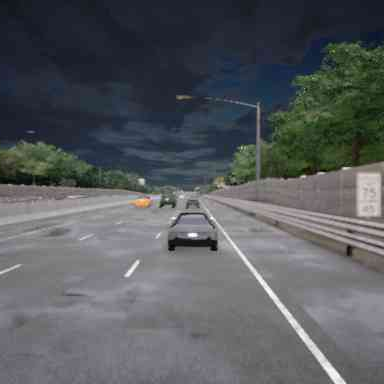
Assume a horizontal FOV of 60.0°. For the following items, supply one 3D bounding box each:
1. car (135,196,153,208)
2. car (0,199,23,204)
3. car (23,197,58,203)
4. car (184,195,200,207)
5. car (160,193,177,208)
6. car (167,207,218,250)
[{"bbox_3d":[-6.886,1.318,47.890,2.097,1.767,4.553,0,0,0],"label":"car"},{"bbox_3d":[-20.925,1.498,39.327,1.895,1.301,4.718,0,0,1],"label":"car"},{"bbox_3d":[-17.427,1.407,39.408,2.128,1.511,4.902,0,0,1],"label":"car"},{"bbox_3d":[0.116,1.507,47.937,1.837,1.490,4.892,0,0,0],"label":"car"},{"bbox_3d":[-3.384,1.205,47.991,2.150,2.045,5.566,0,0,0],"label":"car"},{"bbox_3d":[0.028,1.564,14.338,1.994,1.385,4.181,0,0,0],"label":"car"}]
